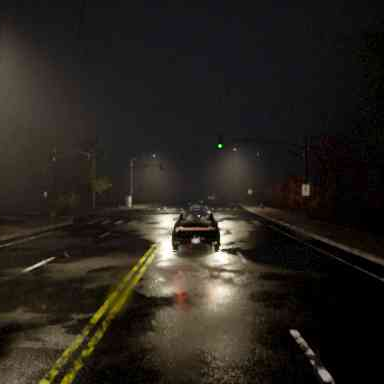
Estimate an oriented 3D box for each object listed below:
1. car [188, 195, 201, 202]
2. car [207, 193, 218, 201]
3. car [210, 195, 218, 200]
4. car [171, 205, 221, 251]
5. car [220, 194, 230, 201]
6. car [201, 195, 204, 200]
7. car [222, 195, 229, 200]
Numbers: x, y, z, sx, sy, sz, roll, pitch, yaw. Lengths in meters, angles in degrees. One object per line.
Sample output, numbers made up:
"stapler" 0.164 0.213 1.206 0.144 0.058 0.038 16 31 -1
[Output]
"car" 0.253 1.587 70.140 2.033 1.411 5.357 0 0 6
"car" 4.890 1.250 82.730 2.150 2.045 5.566 0 0 7
"car" 6.178 1.536 93.005 2.033 1.411 5.357 0 0 8
"car" 0.194 1.522 14.164 2.128 1.511 4.902 0 0 1
"car" 8.159 1.376 82.718 2.097 1.767 4.553 0 0 7
"car" 2.071 1.370 86.496 2.033 1.411 5.357 0 0 7
"car" 9.400 1.517 92.584 1.812 1.442 4.674 0 0 8
